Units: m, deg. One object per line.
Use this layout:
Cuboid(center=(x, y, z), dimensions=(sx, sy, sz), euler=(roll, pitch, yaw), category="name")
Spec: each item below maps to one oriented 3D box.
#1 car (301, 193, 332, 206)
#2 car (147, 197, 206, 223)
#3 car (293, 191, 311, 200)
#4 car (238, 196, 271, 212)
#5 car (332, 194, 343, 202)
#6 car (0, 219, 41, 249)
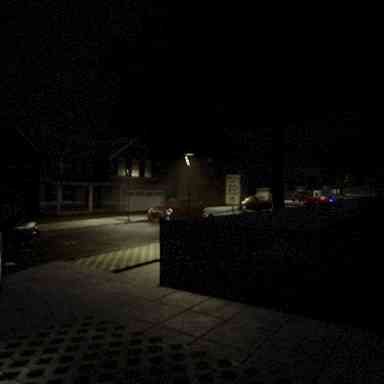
Cuboid(center=(15.319, 1.178, 40.927), dimensions=(1.895, 1.301, 4.718), euler=(1, 1, 36), category="car")
Cuboid(center=(-0.983, 1.182, 22.901), dimensions=(2.097, 1.767, 4.553), euler=(1, 1, 35), category="car")
Cuboid(center=(15.327, 0.630, 45.780), dimensions=(1.837, 1.490, 4.892), euler=(1, 1, 35), category="car")
Cuboid(center=(6.323, 1.178, 33.216), dimensions=(2.128, 1.511, 4.902), euler=(1, 1, 35), category="car")
Cuboid(center=(20.937, 0.955, 48.959), dimensions=(1.812, 1.442, 4.674), euler=(1, 2, 35), category="car")
Cuboid(center=(-8.472, 1.512, 12.296), dimensions=(2.033, 1.411, 5.357), euler=(1, 1, 35), category="car")
